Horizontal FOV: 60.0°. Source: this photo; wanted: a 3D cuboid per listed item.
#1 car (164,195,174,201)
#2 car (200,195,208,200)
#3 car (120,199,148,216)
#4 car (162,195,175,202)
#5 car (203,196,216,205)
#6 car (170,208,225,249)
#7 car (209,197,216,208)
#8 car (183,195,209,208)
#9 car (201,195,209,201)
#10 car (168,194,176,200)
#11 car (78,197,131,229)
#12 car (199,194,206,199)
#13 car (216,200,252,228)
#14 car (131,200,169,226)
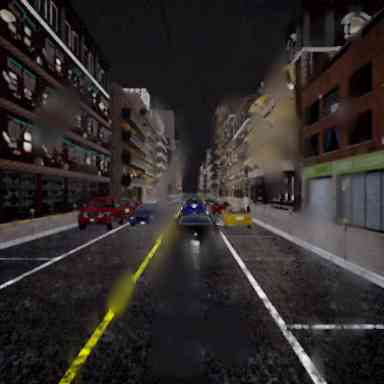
[{"bbox_3d":[-5.436,1.383,77.655,2.008,1.369,4.403,0,0,0],"label":"car"},{"bbox_3d":[2.964,1.392,83.260,1.947,1.339,4.313,0,0,0],"label":"car"},{"bbox_3d":[-5.585,1.474,32.567,1.887,1.381,4.507,0,0,0],"label":"car"},{"bbox_3d":[-5.454,1.396,72.019,2.008,1.369,4.403,0,0,0],"label":"car"},{"bbox_3d":[2.870,1.439,55.079,2.008,1.369,4.403,0,0,0],"label":"car"},{"bbox_3d":[0.143,1.572,14.338,1.895,1.301,4.718,0,0,0],"label":"car"},{"bbox_3d":[2.795,1.480,32.534,1.887,1.381,4.507,0,0,0],"label":"car"},{"bbox_3d":[0.200,1.289,31.209,2.097,1.767,4.553,0,0,0],"label":"car"},{"bbox_3d":[2.946,1.363,77.793,1.752,1.417,4.829,0,0,0],"label":"car"},{"bbox_3d":[-5.398,1.352,88.928,1.887,1.381,4.507,0,0,0],"label":"car"},{"bbox_3d":[-5.621,1.268,21.293,2.192,1.841,5.009,0,0,0],"label":"car"},{"bbox_3d":[3.001,1.382,94.532,1.802,1.307,4.206,0,0,0],"label":"car"},{"bbox_3d":[2.759,1.484,21.432,1.752,1.417,4.829,0,0,0],"label":"car"},{"bbox_3d":[-3.006,1.499,23.026,2.033,1.411,5.357,0,0,0],"label":"car"}]
